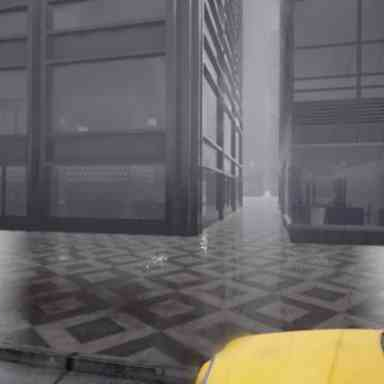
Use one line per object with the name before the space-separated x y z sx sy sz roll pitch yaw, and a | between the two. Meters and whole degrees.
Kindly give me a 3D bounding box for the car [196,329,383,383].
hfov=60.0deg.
car | 2.563 1.456 2.106 5.366 1.575 1.801 0 0 14
